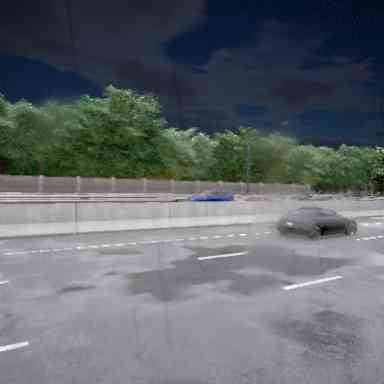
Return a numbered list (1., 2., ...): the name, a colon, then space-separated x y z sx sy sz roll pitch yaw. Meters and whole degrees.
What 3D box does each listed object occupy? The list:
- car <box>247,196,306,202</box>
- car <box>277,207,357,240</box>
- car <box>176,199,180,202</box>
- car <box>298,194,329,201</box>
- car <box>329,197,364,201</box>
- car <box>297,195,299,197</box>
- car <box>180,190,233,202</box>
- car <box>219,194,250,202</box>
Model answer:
1. car: 7.599 1.310 29.716 4.718 1.301 1.895 1 1 -32
2. car: 6.140 1.435 16.256 4.181 1.385 1.994 1 1 -32
3. car: 0.523 1.075 37.655 4.718 1.301 1.895 1 1 -32
4. car: 17.022 1.225 43.952 5.357 1.411 2.033 1 1 -32
5. car: 20.041 1.309 41.716 5.357 1.411 2.033 0 1 -32
6. car: 16.020 1.116 47.450 4.892 1.490 1.837 1 1 -32
7. car: 1.950 0.768 34.413 5.566 2.045 2.150 1 1 -32
8. car: 5.336 1.157 32.420 4.674 1.442 1.812 1 1 -32
